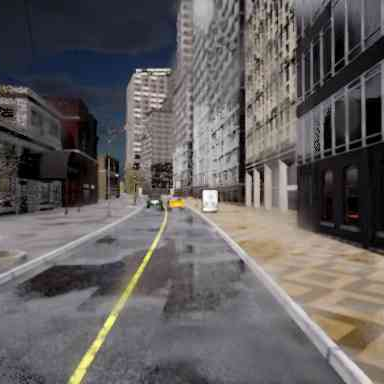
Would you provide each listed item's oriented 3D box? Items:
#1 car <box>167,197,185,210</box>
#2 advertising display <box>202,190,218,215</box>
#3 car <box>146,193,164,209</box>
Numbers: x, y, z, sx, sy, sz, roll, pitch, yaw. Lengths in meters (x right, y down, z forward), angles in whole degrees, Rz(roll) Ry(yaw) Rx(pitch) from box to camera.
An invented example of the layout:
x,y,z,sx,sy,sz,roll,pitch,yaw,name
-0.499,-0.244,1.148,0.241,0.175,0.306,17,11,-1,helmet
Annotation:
x,y,z,sx,sy,sz,roll,pitch,yaw,name
-2.017,1.469,43.941,1.882,1.535,5.008,0,0,-5,car
1.809,1.025,33.420,1.540,2.440,0.280,-1,-1,-4,advertising display
-5.003,1.212,45.172,2.150,2.045,5.566,0,0,-5,car
